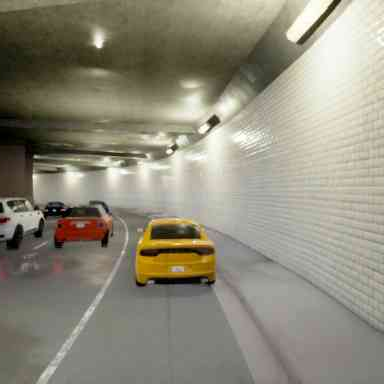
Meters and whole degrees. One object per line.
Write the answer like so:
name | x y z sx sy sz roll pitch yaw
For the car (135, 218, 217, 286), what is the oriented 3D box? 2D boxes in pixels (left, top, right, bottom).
car | -0.553 1.477 9.496 1.882 1.535 5.008 0 0 -6

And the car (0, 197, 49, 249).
car | -8.213 1.217 14.591 2.150 2.045 5.566 0 0 -10

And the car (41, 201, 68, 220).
car | -12.063 1.547 29.386 2.033 1.411 5.357 0 0 -21

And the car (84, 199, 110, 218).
car | -8.972 1.478 31.048 1.882 1.535 5.008 0 0 -21

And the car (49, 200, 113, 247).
car | -4.779 1.350 15.247 2.097 1.767 4.553 0 0 -10
